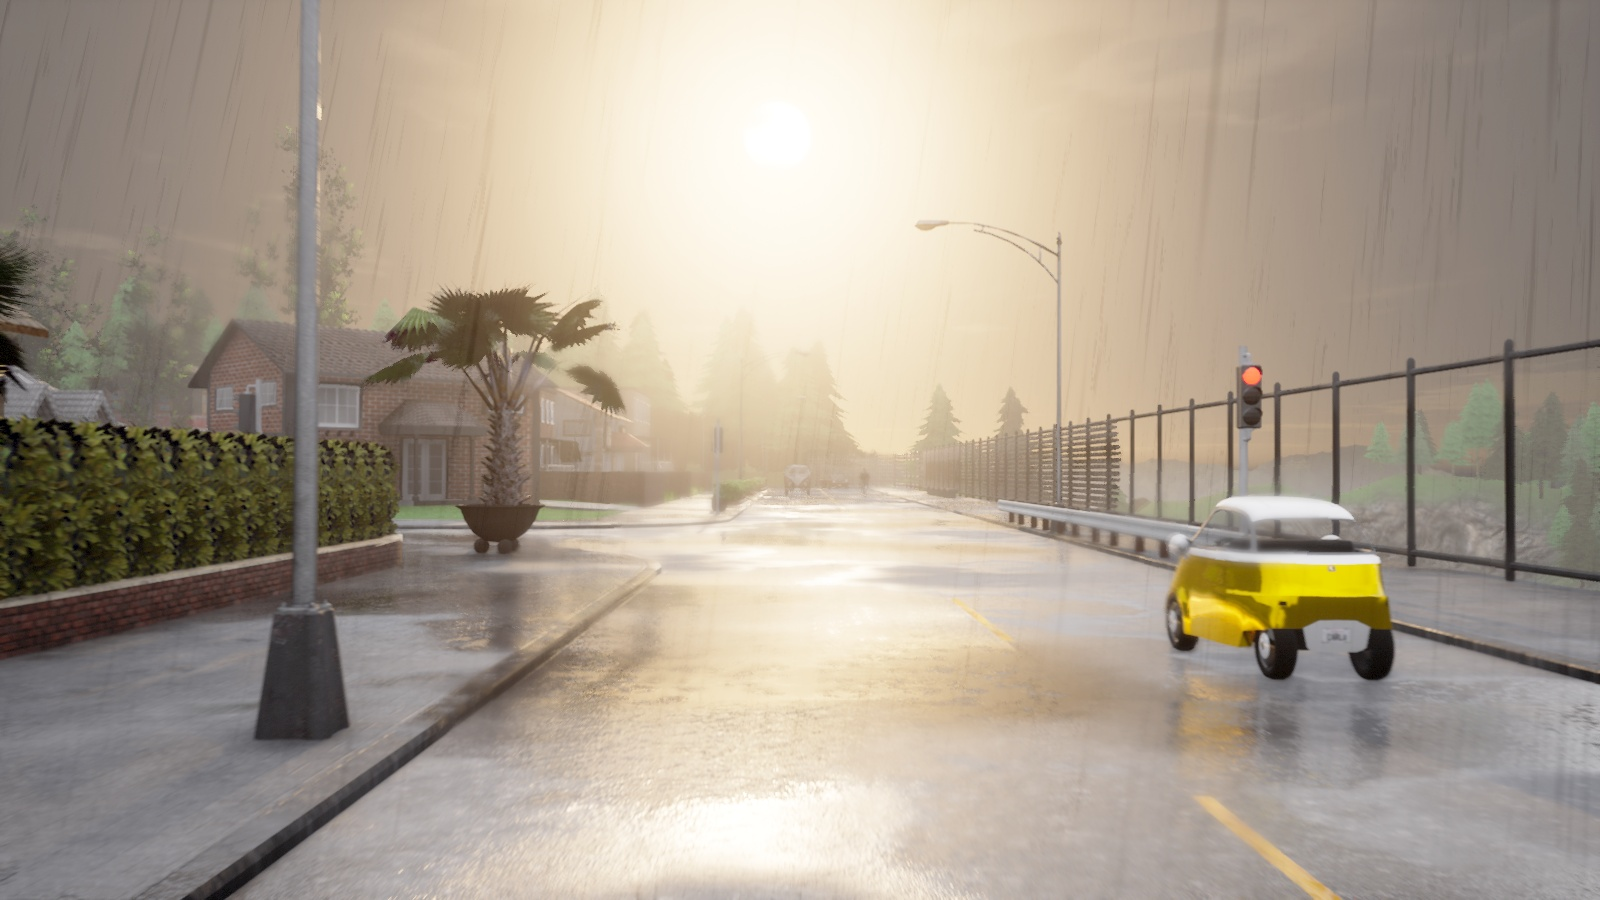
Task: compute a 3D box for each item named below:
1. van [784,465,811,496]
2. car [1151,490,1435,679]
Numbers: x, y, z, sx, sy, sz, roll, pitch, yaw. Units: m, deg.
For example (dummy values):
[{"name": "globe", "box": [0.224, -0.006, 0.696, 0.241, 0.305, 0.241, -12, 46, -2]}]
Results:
[{"name": "van", "box": [-0.151, 2.023, 83.667, 1.775, 1.987, 4.442, 0, -1, 0]}, {"name": "car", "box": [3.987, 1.037, 10.468, 1.481, 1.376, 2.207, 0, -1, 0]}]
